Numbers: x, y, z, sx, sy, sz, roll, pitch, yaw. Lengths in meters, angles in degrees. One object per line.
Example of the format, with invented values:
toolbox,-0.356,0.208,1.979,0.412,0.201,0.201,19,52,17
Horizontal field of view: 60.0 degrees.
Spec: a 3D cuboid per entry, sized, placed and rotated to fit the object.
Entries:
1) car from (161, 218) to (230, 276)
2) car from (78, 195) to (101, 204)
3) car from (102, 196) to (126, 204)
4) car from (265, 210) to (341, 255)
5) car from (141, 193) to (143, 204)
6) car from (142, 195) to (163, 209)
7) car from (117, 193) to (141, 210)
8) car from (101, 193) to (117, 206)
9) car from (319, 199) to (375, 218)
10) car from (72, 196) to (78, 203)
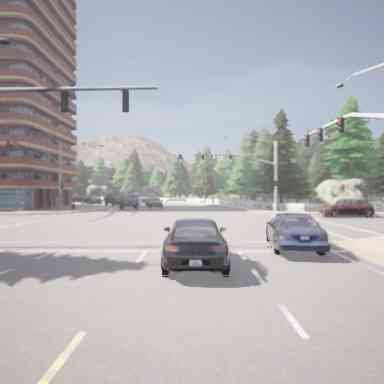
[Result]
car,0.096,1.521,10.195,1.812,1.442,4.674,0,0,0
car,-18.464,1.324,61.302,4.553,1.767,2.097,0,0,43
car,-14.756,1.463,62.647,2.128,1.511,4.902,0,0,-44
car,4.045,1.543,13.324,2.033,1.411,5.357,0,0,9
car,-8.963,1.197,54.599,2.150,2.045,5.566,0,0,-31
car,-5.238,1.484,45.817,1.837,1.490,4.892,0,0,-17
car,-8.386,1.201,43.905,2.150,2.045,5.566,0,0,-15
car,-12.335,1.197,53.491,2.150,2.045,5.566,0,0,-31
car,13.984,1.395,30.286,4.553,1.767,2.097,0,0,0
car,-22.848,1.468,68.922,4.892,1.490,1.837,0,0,31
